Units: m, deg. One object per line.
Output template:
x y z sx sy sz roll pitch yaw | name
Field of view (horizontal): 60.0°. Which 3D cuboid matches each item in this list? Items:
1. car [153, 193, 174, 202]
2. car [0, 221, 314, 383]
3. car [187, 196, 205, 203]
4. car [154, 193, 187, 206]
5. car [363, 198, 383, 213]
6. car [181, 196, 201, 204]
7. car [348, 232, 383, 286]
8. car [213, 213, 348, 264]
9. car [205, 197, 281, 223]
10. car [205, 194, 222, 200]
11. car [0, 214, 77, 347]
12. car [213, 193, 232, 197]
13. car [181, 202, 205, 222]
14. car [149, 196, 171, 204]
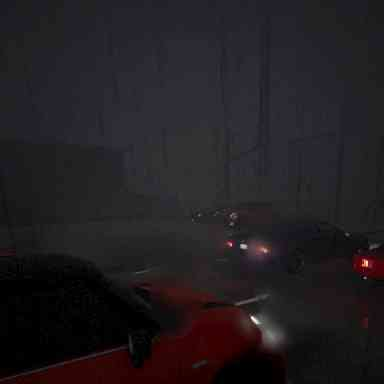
-6.493 1.225 76.104 2.150 2.045 5.566 0 0 -36 | car
-1.281 1.352 2.833 4.553 1.767 2.097 0 0 -35 | car
-0.599 1.547 55.947 2.033 1.411 5.357 0 0 -36 | car
-3.632 1.221 54.163 2.150 2.045 5.566 0 0 -35 | car
21.191 1.506 37.494 4.892 1.490 1.837 1 0 -35 | car
-0.218 1.564 67.418 1.994 1.385 4.181 0 0 -37 | car
6.052 1.601 8.097 4.718 1.301 1.895 0 0 -35 | car
3.481 1.547 10.569 5.357 1.411 2.033 0 0 -35 | car
3.425 1.352 20.546 4.553 1.767 2.097 0 0 -35 | car
2.402 1.547 57.774 2.033 1.411 5.357 0 0 -36 | car
-4.339 1.352 4.953 4.553 1.767 2.097 0 0 -35 | car
5.658 1.222 59.262 2.150 2.045 5.566 0 0 -36 | car
1.838 1.601 23.713 4.718 1.301 1.895 0 0 -35 | car
-6.182 1.505 63.688 1.837 1.490 4.892 0 0 -36 | car
